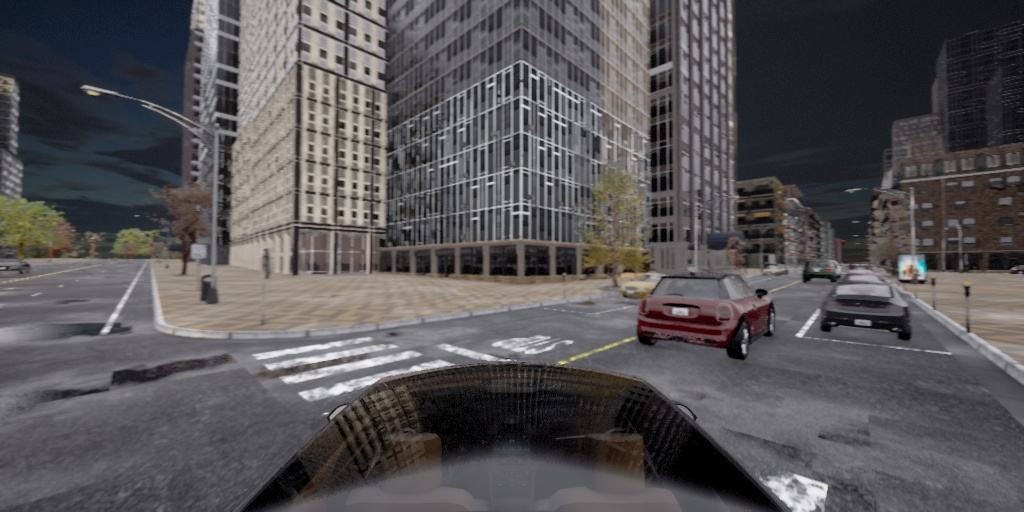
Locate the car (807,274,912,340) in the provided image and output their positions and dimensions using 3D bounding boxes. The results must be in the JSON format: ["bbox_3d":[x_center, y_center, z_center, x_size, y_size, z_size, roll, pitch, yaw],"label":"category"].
[{"bbox_3d":[9.930,1.384,10.167,2.007,1.370,4.403,0,0,44],"label":"car"}]

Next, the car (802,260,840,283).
[{"bbox_3d":[28.084,1.388,32.740,2.150,2.045,5.566,-1,-2,44],"label":"car"}]

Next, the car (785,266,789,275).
[{"bbox_3d":[38.680,1.914,51.962,1.967,1.591,4.097,0,0,44],"label":"car"}]

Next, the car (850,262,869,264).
[{"bbox_3d":[36.976,1.547,38.144,2.192,1.841,5.009,0,0,44],"label":"car"}]

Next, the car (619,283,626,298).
[{"bbox_3d":[7.650,1.542,19.864,1.751,1.417,4.829,0,0,44],"label":"car"}]

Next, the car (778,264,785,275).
[{"bbox_3d":[34.698,1.942,47.843,1.751,1.417,4.829,0,0,44],"label":"car"}]

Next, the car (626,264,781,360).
[{"bbox_3d":[4.930,1.181,8.885,2.097,1.767,4.553,-1,-1,44],"label":"car"}]

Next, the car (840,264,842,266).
[{"bbox_3d":[35.994,1.508,40.963,2.150,2.045,5.566,-1,-1,45],"label":"car"}]

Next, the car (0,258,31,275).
[{"bbox_3d":[-45.277,0.879,32.300,4.181,1.385,1.994,0,-1,45],"label":"car"}]

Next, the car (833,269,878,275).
[{"bbox_3d":[17.657,1.529,18.161,1.802,1.307,4.207,0,0,44],"label":"car"}]

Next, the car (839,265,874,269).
[{"bbox_3d":[25.385,1.606,26.154,1.888,1.381,4.507,0,0,44],"label":"car"}]
